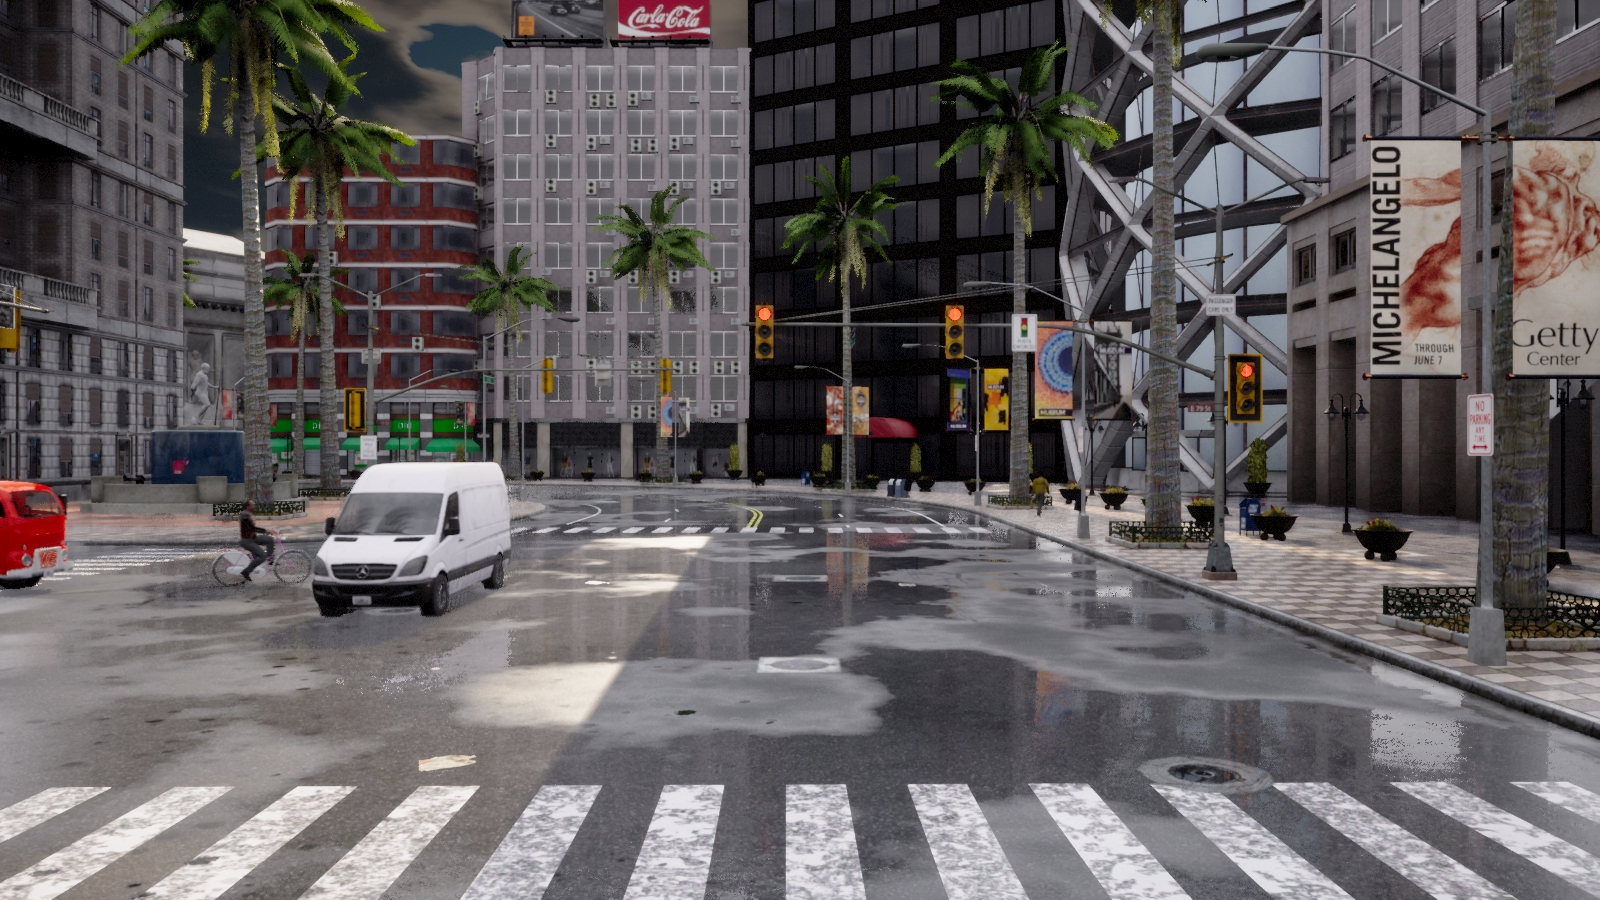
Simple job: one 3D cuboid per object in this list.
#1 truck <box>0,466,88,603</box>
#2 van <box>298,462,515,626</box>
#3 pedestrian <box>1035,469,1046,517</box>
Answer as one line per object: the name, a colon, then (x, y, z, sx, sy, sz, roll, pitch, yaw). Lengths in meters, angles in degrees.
truck: (-17.195, 1.559, 22.103, 5.204, 2.467, 2.627, 0, 0, -2)
van: (-7.009, 1.527, 21.175, 1.988, 2.561, 5.915, 0, 0, 0)
pedestrian: (9.413, 1.680, 44.742, 0.375, 1.860, 0.375, 0, 0, 24)
